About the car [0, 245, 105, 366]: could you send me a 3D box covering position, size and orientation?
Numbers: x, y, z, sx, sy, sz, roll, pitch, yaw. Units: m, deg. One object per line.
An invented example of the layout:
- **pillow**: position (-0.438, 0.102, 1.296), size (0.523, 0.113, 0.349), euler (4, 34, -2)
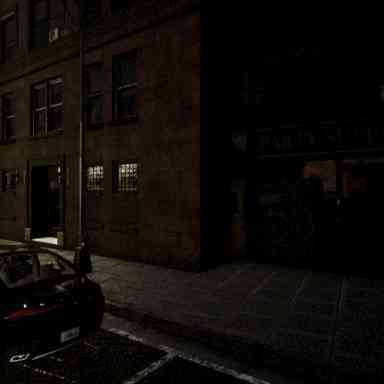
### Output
- **car**: position (-3.298, 1.551, 5.448), size (4.403, 1.369, 2.008), euler (0, 0, 36)
